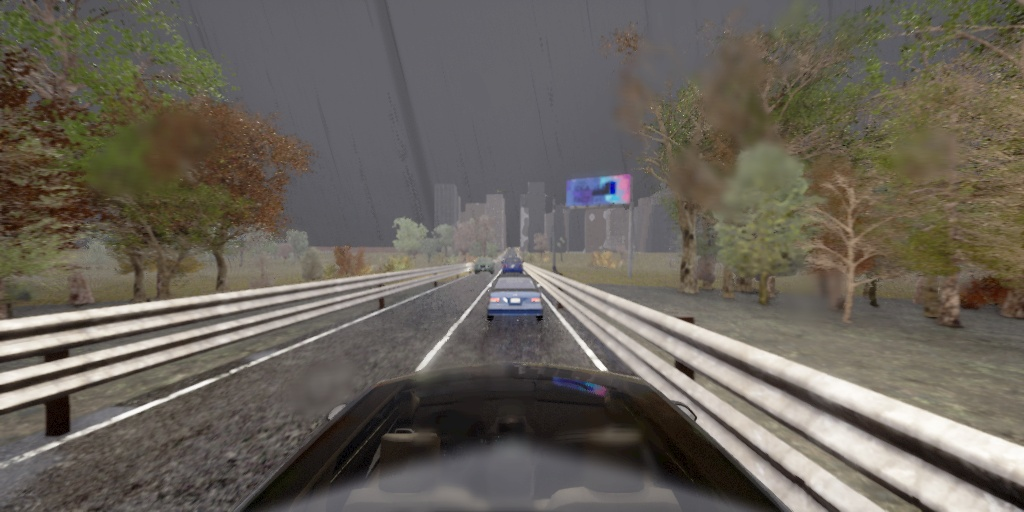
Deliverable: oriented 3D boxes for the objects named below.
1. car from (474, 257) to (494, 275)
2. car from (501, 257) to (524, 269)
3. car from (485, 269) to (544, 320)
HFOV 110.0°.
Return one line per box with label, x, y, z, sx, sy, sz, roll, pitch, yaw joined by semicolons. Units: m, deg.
car;-3.327;1.184;43.955;2.150;2.045;5.566;0;-1;0
car;0.063;1.155;38.499;2.150;2.045;5.566;0;0;0
car;0.091;1.353;12.944;2.033;1.411;5.357;0;0;0
